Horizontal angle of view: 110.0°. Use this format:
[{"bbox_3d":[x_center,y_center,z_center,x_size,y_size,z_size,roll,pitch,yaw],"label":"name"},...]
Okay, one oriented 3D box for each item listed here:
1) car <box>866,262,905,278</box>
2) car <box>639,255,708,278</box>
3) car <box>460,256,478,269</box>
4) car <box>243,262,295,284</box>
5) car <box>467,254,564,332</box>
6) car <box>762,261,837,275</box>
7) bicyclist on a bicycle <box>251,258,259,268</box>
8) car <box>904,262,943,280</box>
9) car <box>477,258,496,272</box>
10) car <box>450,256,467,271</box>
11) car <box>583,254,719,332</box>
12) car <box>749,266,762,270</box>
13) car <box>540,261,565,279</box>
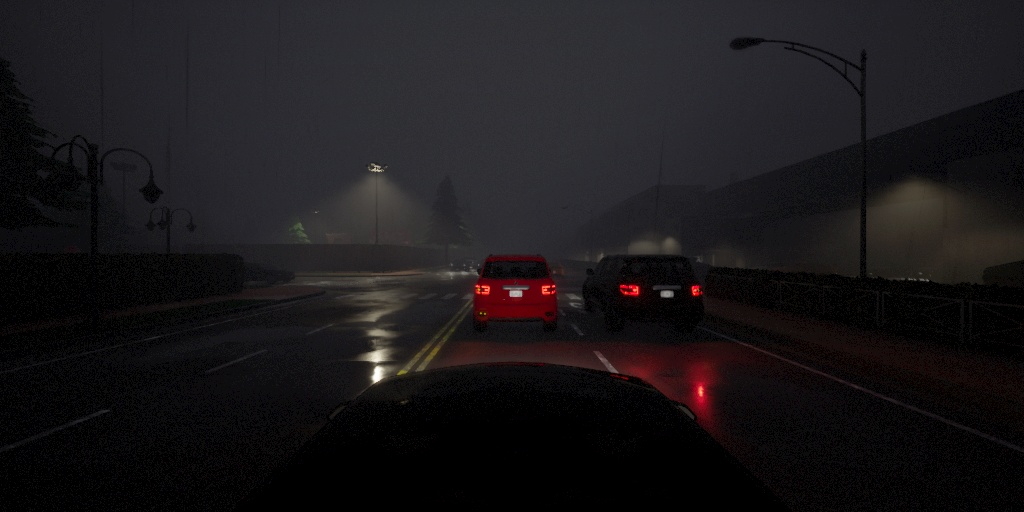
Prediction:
[{"bbox_3d":[36.615,1.296,33.888,5.357,1.411,2.033,0,0,0],"label":"car"},{"bbox_3d":[15.177,0.971,33.983,5.566,2.045,2.150,0,0,1],"label":"car"},{"bbox_3d":[-6.724,0.972,56.679,2.150,2.045,5.566,0,0,1],"label":"car"},{"bbox_3d":[-18.605,1.211,26.231,5.008,1.535,1.882,0,0,0],"label":"car"},{"bbox_3d":[0.071,0.971,11.044,2.150,2.045,5.566,0,0,0],"label":"car"},{"bbox_3d":[24.584,1.228,30.434,5.008,1.535,1.882,0,0,0],"label":"car"},{"bbox_3d":[-25.137,1.037,35.230,0.582,1.620,1.656,0,0,0],"label":"bicyclist on a bicycle"},{"bbox_3d":[36.647,1.314,30.380,4.181,1.385,1.994,0,0,1],"label":"car"},{"bbox_3d":[-3.333,1.102,47.331,2.097,1.767,4.553,0,0,1],"label":"car"},{"bbox_3d":[-6.832,1.102,47.454,2.097,1.767,4.553,0,0,1],"label":"car"},{"bbox_3d":[3.641,0.972,10.980,2.150,2.045,5.566,0,0,1],"label":"car"},{"bbox_3d":[24.943,1.276,33.920,4.674,1.442,1.812,0,0,0],"label":"car"},{"bbox_3d":[3.716,1.227,33.850,1.882,1.535,5.008,0,0,1],"label":"car"}]
